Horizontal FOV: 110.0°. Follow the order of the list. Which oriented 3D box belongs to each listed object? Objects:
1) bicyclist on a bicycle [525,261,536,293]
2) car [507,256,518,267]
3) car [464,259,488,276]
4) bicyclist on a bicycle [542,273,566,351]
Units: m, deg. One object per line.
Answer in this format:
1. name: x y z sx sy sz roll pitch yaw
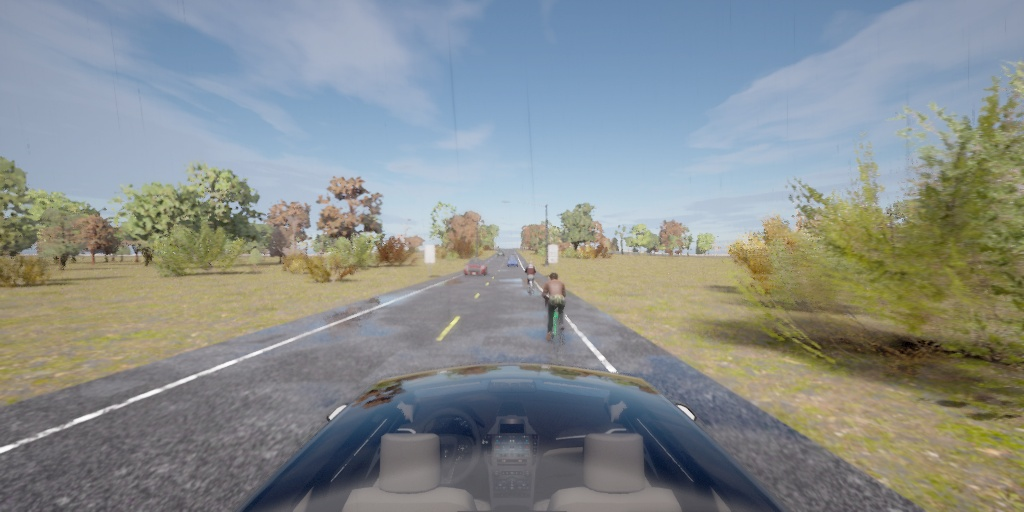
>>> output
1. bicyclist on a bicycle: 0.961 1.121 18.681 0.659 1.776 1.843 0 0 0
2. car: 0.092 1.047 62.146 2.033 1.411 5.357 0 1 0
3. car: -3.602 1.102 36.361 2.097 1.767 4.553 0 0 0
4. bicyclist on a bicycle: 0.962 1.203 8.044 0.582 1.620 1.656 0 0 0
